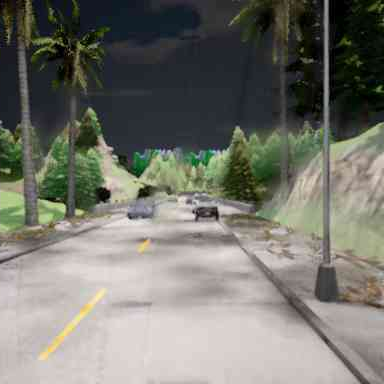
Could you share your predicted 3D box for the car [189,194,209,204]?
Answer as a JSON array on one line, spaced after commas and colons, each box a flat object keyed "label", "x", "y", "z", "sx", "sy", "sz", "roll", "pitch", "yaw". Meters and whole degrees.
[{"label": "car", "x": 1.065, "y": 1.253, "z": 37.680, "sx": 2.150, "sy": 2.045, "sz": 5.566, "roll": -3, "pitch": 0, "yaw": 1}]

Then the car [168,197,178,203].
[{"label": "car", "x": -4.011, "y": 1.669, "z": 69.940, "sx": 1.994, "sy": 1.385, "sz": 4.181, "roll": 0, "pitch": 0, "yaw": 0}]

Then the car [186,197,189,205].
[{"label": "car", "x": -0.007, "y": 1.488, "z": 62.471, "sx": 2.097, "sy": 1.767, "sz": 4.553, "roll": 0, "pitch": 0, "yaw": 0}]

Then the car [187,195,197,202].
[{"label": "car", "x": -0.011, "y": 1.518, "z": 76.913, "sx": 2.033, "sy": 1.411, "sz": 5.357, "roll": 0, "pitch": 0, "yaw": 0}]

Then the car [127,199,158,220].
[{"label": "car", "x": -4.096, "y": 1.411, "z": 28.298, "sx": 2.097, "sy": 1.767, "sz": 4.553, "roll": 0, "pitch": 0, "yaw": 0}]

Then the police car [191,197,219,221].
[{"label": "police car", "x": 1.162, "y": 1.460, "z": 27.780, "sx": 1.930, "sy": 1.638, "sz": 5.238, "roll": -2, "pitch": -1, "yaw": 0}]
